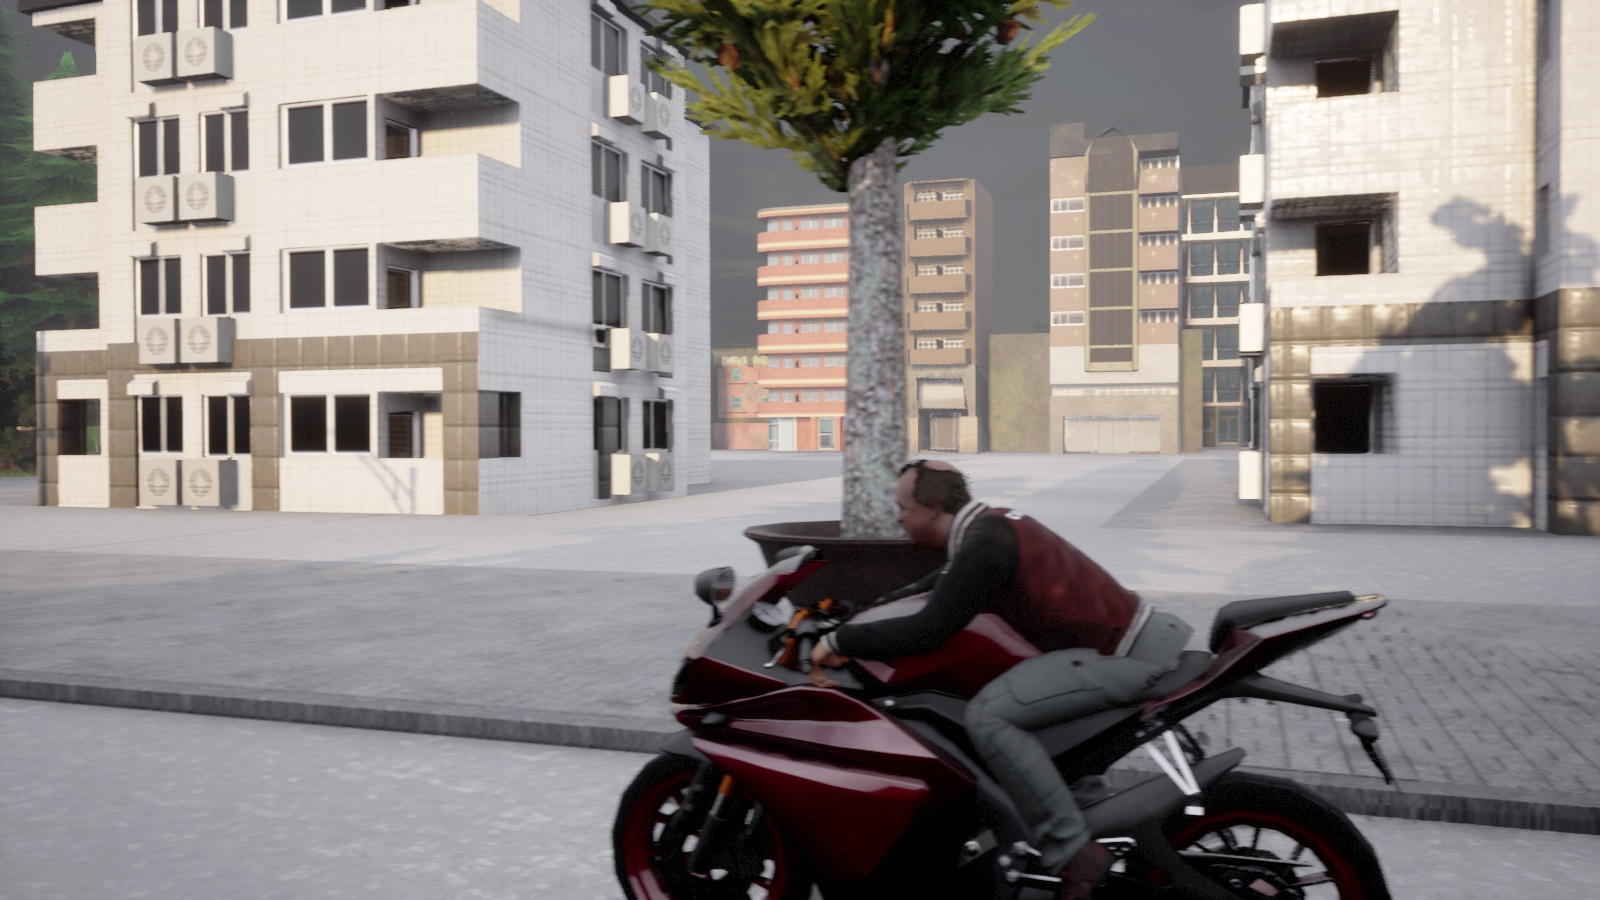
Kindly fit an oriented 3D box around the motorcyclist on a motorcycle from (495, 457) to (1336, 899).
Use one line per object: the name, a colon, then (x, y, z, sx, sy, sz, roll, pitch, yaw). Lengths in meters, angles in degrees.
motorcyclist on a motorcycle: (0.313, 0.805, 3.618, 2.191, 1.530, 0.866, 1, 1, 19)
